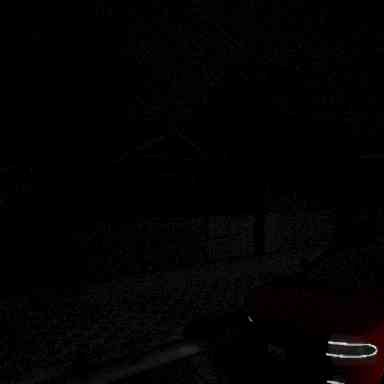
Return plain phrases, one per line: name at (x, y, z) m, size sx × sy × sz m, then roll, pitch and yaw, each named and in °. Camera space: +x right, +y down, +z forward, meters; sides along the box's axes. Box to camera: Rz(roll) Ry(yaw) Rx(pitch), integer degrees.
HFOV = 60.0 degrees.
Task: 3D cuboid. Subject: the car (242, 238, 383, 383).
car at (2.973, 1.507, 5.141) m, size 5.008 × 1.535 × 1.882 m, roll 0°, pitch 0°, yaw -35°
